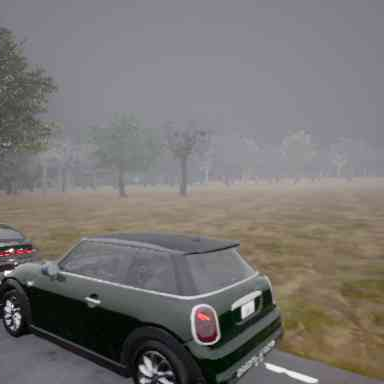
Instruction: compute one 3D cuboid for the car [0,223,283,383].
[{"bbox_3d":[-1.050,1.391,5.165,4.553,1.767,2.097,0,-1,37],"label":"car"}]
